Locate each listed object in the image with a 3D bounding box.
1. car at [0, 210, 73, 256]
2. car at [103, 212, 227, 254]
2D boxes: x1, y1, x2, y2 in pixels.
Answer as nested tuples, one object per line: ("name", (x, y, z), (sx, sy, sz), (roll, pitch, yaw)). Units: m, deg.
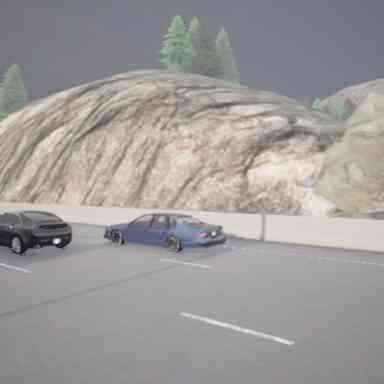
("car", (-6.720, 1.473, 13.134), (4.892, 1.490, 1.837), (0, 0, 36))
("car", (-1.248, 1.541, 13.507), (5.357, 1.411, 2.033), (0, 0, 36))
